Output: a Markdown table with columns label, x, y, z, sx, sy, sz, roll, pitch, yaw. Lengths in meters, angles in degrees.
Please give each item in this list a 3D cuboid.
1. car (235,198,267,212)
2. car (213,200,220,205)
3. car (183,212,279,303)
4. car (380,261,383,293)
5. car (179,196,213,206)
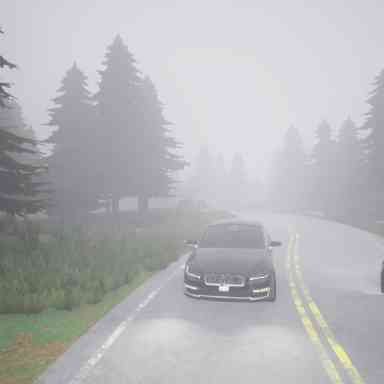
| label | x | y | z | sx | sy | sz | roll | pitch | yaw |
| --- | --- | --- | --- | --- | --- | --- | --- | --- | --- |
| car | 6.261 | 1.409 | 35.740 | 1.837 | 1.490 | 4.892 | 2 | -1 | -15 |
| car | 1.992 | 1.798 | 44.873 | 1.812 | 1.442 | 4.674 | 3 | -5 | -35 |
| car | 1.105 | 1.496 | 8.427 | 1.837 | 1.490 | 4.892 | -1 | 0 | 13 |
| car | 4.501 | 1.308 | 4.651 | 2.097 | 1.767 | 4.553 | -1 | 0 | 9 |
| car | 0.086 | 1.306 | 40.565 | 2.097 | 1.767 | 4.553 | 3 | -4 | -31 |
